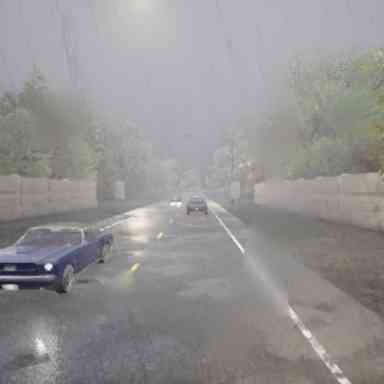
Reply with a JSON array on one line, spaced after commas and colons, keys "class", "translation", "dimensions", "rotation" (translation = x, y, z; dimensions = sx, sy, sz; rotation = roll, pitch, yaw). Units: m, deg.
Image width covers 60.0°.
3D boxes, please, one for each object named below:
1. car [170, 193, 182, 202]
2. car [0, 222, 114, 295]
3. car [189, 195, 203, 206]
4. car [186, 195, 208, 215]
[{"class": "car", "translation": [-2.824, 1.016, 59.086], "dimensions": [2.128, 1.511, 4.902], "rotation": [0, 1, 1]}, {"class": "car", "translation": [-3.508, 1.529, 8.675], "dimensions": [1.895, 1.301, 4.718], "rotation": [0, 0, 1]}, {"class": "car", "translation": [0.607, 1.161, 47.647], "dimensions": [1.812, 1.442, 4.674], "rotation": [0, 1, 1]}, {"class": "car", "translation": [0.463, 1.250, 31.201], "dimensions": [2.128, 1.511, 4.902], "rotation": [-1, 1, 1]}]
